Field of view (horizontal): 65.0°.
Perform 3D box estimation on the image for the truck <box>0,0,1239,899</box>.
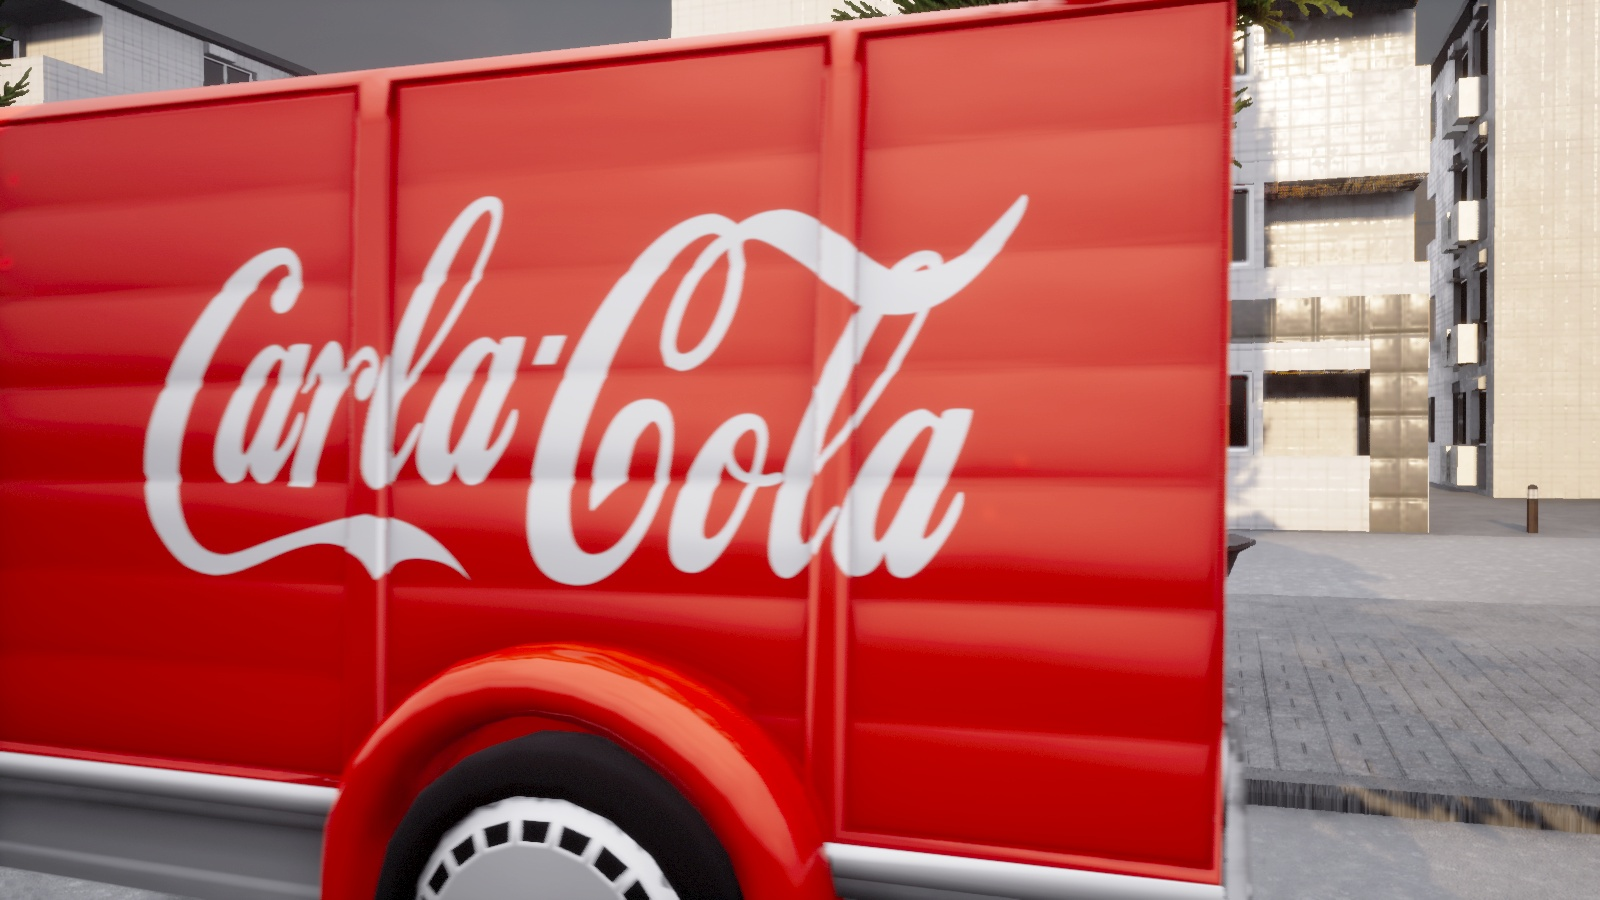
[{"bbox_3d":[-1.324,0.266,4.160,5.204,2.467,2.627,0,1,19],"label":"truck"}]
